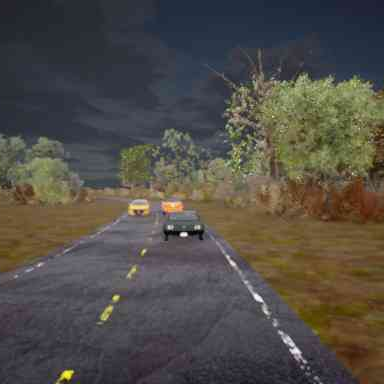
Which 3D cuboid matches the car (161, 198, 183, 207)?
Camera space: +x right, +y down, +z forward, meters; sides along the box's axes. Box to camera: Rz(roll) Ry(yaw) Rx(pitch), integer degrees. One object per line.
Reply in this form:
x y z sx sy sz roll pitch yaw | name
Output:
-2.096 1.357 34.711 2.097 1.767 4.553 0 0 -7 | car

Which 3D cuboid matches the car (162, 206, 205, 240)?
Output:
-0.494 1.602 17.035 1.895 1.301 4.718 0 0 -4 | car

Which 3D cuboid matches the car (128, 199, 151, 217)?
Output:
-4.908 1.487 31.495 1.882 1.535 5.008 0 0 -6 | car
